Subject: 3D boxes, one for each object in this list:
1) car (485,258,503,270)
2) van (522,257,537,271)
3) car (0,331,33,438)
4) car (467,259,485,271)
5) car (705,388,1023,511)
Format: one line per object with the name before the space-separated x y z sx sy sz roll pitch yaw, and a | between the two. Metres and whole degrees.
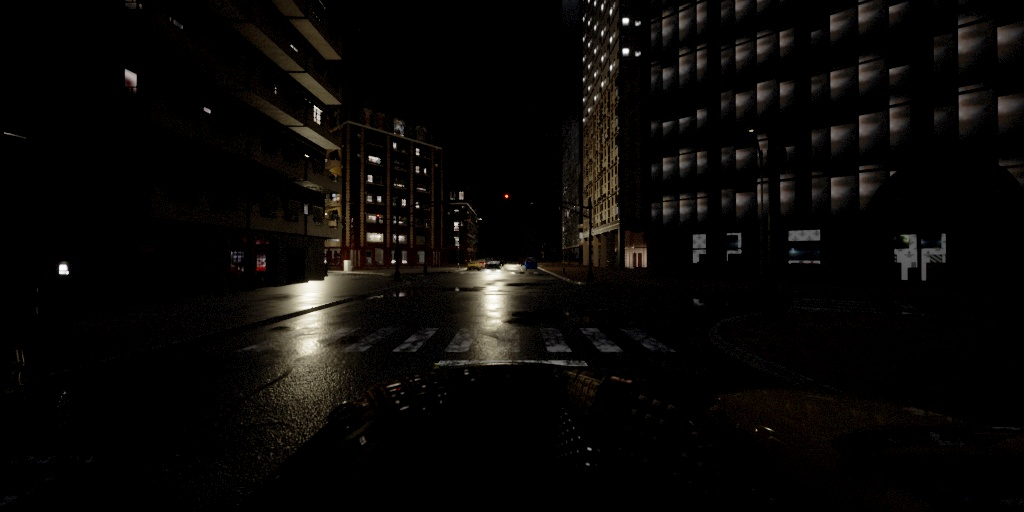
car | -2.778 1.404 54.055 1.895 1.301 4.718 0 0 0
van | 2.626 1.136 50.084 1.690 1.789 3.998 0 0 0
car | -5.318 1.064 1.095 2.192 1.841 5.009 0 0 0
car | -5.255 1.320 49.925 1.751 1.417 4.829 0 0 0
car | 2.563 1.275 1.261 1.751 1.417 4.829 0 0 0
